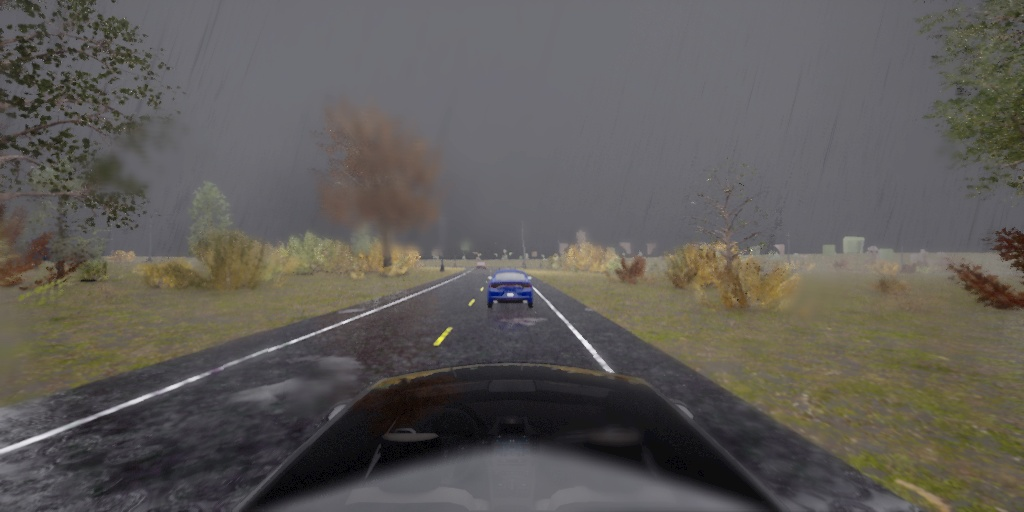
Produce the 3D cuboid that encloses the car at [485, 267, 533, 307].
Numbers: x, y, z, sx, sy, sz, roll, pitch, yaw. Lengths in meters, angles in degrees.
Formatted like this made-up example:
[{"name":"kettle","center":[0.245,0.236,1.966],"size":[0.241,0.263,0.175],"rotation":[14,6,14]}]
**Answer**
[{"name":"car","center":[-0.089,1.362,16.399],"size":[1.882,1.535,5.008],"rotation":[0,0,-1]}]
